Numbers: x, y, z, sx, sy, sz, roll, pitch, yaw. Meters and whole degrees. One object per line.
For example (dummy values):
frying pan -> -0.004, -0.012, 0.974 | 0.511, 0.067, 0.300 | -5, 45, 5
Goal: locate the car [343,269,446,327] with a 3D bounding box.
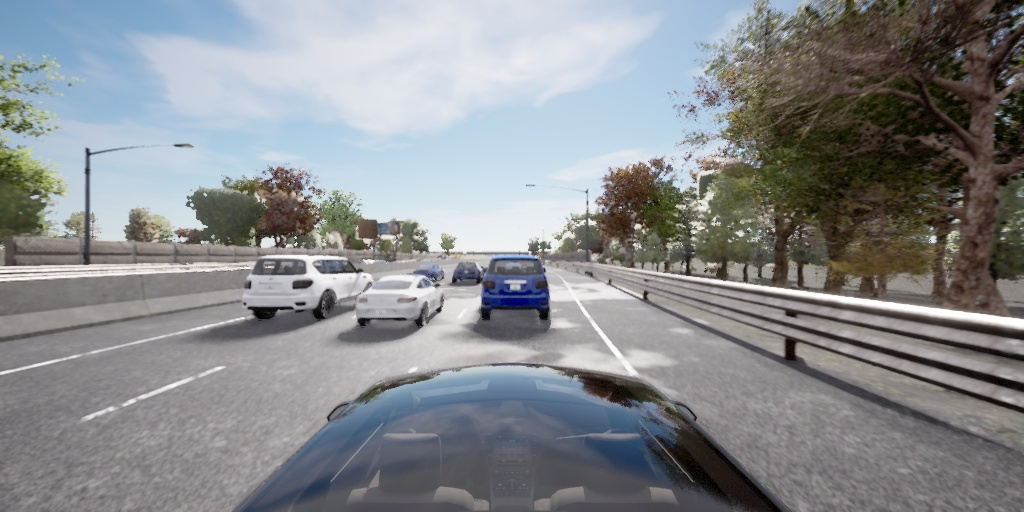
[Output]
car -> -3.411, 1.305, 11.559 | 1.812, 1.442, 4.674 | 0, 0, -1

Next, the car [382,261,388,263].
car -> -17.557, 1.384, 47.602 | 1.882, 1.535, 5.008 | 0, -1, 0

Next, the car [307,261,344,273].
car -> -24.550, 1.453, 47.419 | 2.033, 1.411, 5.357 | 0, 0, 0

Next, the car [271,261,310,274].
car -> -28.027, 1.401, 45.573 | 1.837, 1.490, 4.892 | 0, 0, 0

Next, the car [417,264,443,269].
car -> -6.899, 1.365, 30.064 | 1.812, 1.442, 4.674 | 0, 0, 0

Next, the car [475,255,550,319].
car -> 0.092, 1.004, 13.032 | 2.150, 2.045, 5.566 | 0, 0, 0

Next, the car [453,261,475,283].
car -> -3.403, 1.187, 28.799 | 2.097, 1.767, 4.553 | 0, 0, 0

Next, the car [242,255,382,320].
car -> -6.907, 1.003, 12.945 | 2.150, 2.045, 5.566 | 0, 0, 0

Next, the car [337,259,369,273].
car -> -21.053, 1.258, 47.706 | 2.097, 1.767, 4.553 | 0, 0, 0
